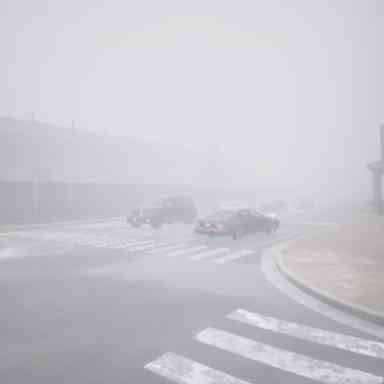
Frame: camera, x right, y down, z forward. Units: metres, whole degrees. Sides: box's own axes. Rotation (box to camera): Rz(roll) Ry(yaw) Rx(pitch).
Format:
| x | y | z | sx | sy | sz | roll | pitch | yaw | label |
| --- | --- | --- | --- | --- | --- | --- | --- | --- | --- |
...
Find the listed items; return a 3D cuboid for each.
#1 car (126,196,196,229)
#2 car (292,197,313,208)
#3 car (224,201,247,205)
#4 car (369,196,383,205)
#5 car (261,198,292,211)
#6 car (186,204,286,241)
| x | y | z | sx | sy | sz | roll | pitch | yaw | label |
| --- | --- | --- | --- | --- | --- | --- | --- | --- | --- |
| -1.895 | 1.280 | 22.509 | 2.150 | 2.045 | 5.566 | -1 | 0 | 36 | car |
| 15.330 | 1.453 | 46.123 | 2.128 | 1.511 | 4.902 | -1 | 0 | 36 | car |
| 3.870 | 1.552 | 30.396 | 1.812 | 1.442 | 4.674 | -1 | 0 | 36 | car |
| 30.113 | 1.333 | 54.255 | 1.837 | 1.490 | 4.892 | -1 | 0 | 36 | car |
| 9.301 | 1.473 | 37.886 | 1.882 | 1.535 | 5.008 | -1 | 0 | 36 | car |
| 2.404 | 1.533 | 16.802 | 2.033 | 1.411 | 5.357 | -1 | 0 | 43 | car |
